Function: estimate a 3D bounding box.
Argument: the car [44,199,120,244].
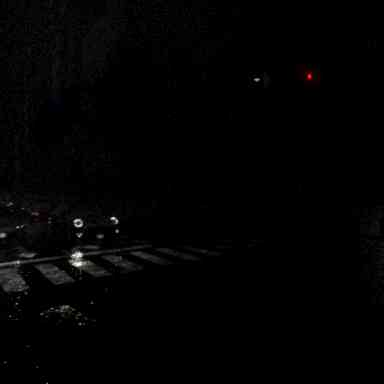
[{"bbox_3d":[-5.111,1.236,15.502,2.097,1.767,4.553,-1,1,-37],"label":"car"}]

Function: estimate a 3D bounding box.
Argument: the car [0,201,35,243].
[{"bbox_3d":[-8.862,1.423,15.083,2.128,1.511,4.902,-1,1,-35],"label":"car"}]

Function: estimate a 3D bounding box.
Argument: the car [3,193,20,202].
[{"bbox_3d":[-32.611,0.954,59.959,2.033,1.411,5.357,-1,1,-35],"label":"car"}]

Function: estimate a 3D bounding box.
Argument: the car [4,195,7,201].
[{"bbox_3d":[-14.209,1.208,22.584,2.097,1.767,4.553,-1,1,-35],"label":"car"}]

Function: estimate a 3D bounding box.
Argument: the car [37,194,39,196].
[{"bbox_3d":[-29.397,0.830,61.044,1.882,1.535,5.008,-1,1,-35],"label":"car"}]

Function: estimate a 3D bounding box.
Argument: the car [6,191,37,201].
[{"bbox_3d":[-16.414,1.080,31.288,2.097,1.767,4.553,-1,1,-35],"label":"car"}]

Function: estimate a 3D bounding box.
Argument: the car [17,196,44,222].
[{"bbox_3d":[-10.499,1.287,22.987,1.882,1.535,5.008,-1,1,-35],"label":"car"}]
